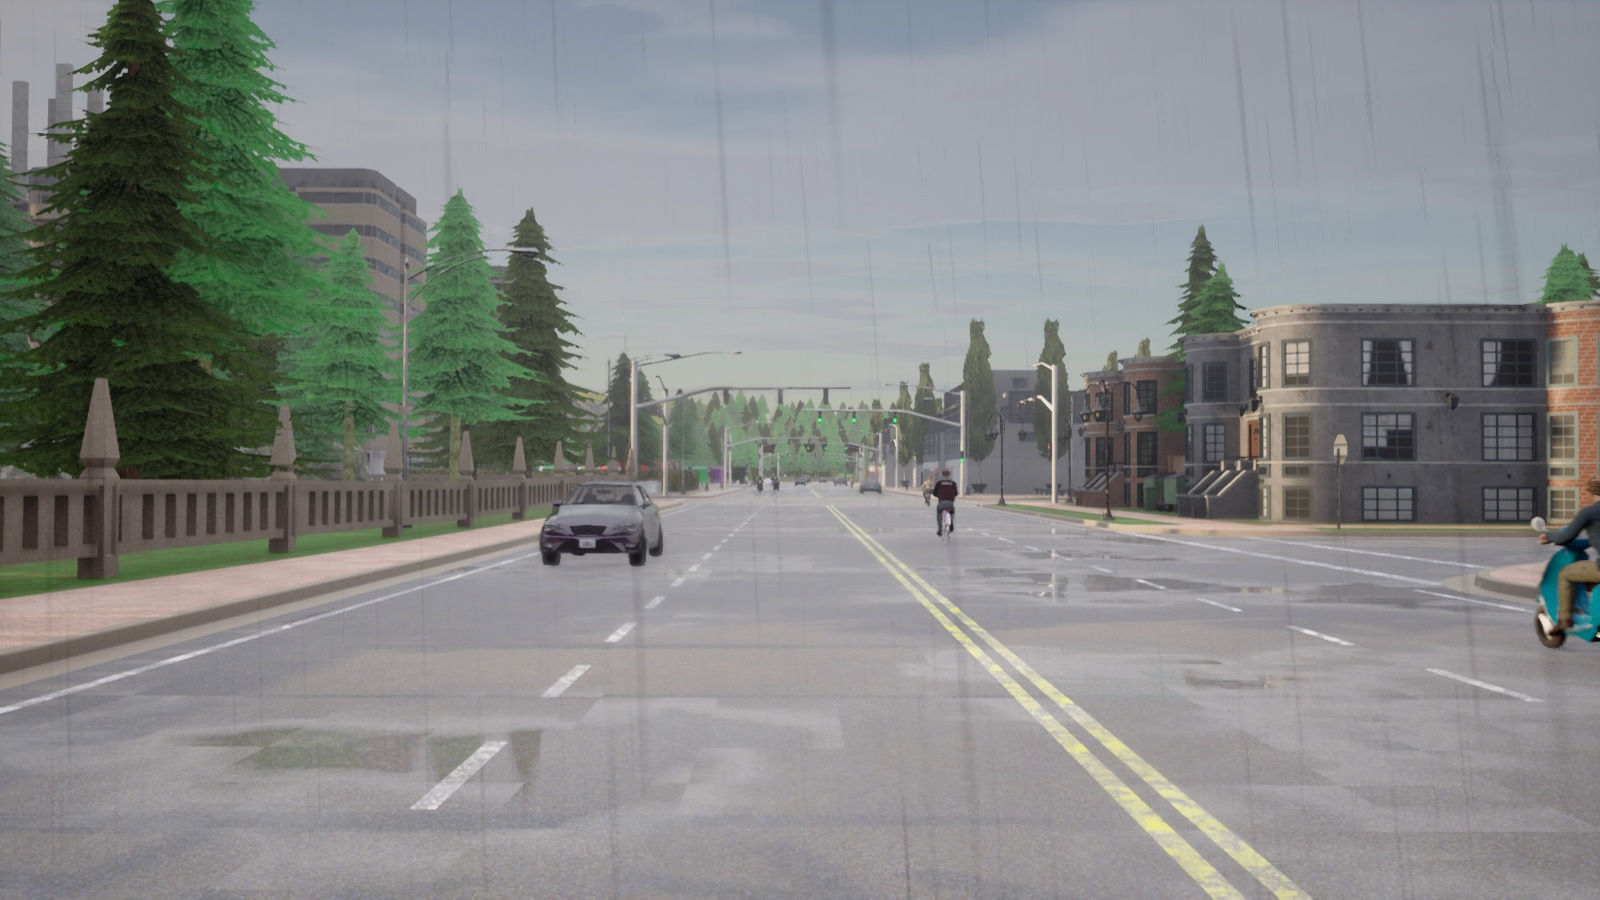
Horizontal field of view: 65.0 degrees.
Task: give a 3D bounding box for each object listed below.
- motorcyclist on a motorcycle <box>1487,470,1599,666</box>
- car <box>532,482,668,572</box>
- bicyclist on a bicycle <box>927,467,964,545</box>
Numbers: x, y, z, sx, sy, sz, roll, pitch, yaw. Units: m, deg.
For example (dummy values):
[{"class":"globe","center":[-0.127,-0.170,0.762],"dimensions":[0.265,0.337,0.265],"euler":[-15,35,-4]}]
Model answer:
[{"class":"motorcyclist on a motorcycle","center":[6.954,0.976,11.001],"dimensions":[0.866,1.590,1.817],"euler":[0,-1,0]},{"class":"car","center":[-3.553,1.329,23.020],"dimensions":[1.816,1.474,4.193],"euler":[0,-1,0]},{"class":"bicyclist on a bicycle","center":[3.431,1.298,29.744],"dimensions":[0.659,1.776,1.843],"euler":[0,-1,0]}]
